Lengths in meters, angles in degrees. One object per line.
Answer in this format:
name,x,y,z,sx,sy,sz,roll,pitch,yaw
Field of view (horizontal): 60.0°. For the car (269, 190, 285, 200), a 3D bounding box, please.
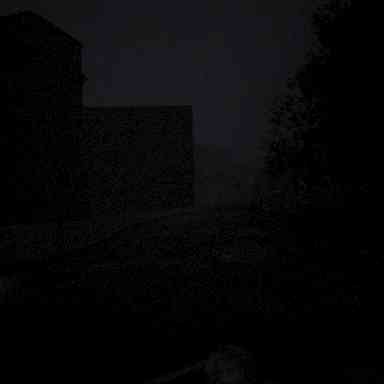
car,13.534,0.382,53.101,1.882,1.535,5.008,-1,0,4
